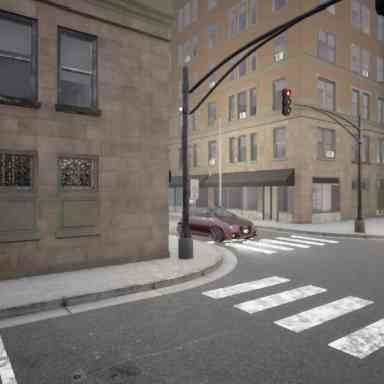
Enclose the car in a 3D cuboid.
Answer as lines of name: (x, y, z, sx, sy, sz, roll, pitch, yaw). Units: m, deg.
car: (1.096, 1.496, 15.893, 1.994, 1.385, 4.181, 0, 0, -38)
